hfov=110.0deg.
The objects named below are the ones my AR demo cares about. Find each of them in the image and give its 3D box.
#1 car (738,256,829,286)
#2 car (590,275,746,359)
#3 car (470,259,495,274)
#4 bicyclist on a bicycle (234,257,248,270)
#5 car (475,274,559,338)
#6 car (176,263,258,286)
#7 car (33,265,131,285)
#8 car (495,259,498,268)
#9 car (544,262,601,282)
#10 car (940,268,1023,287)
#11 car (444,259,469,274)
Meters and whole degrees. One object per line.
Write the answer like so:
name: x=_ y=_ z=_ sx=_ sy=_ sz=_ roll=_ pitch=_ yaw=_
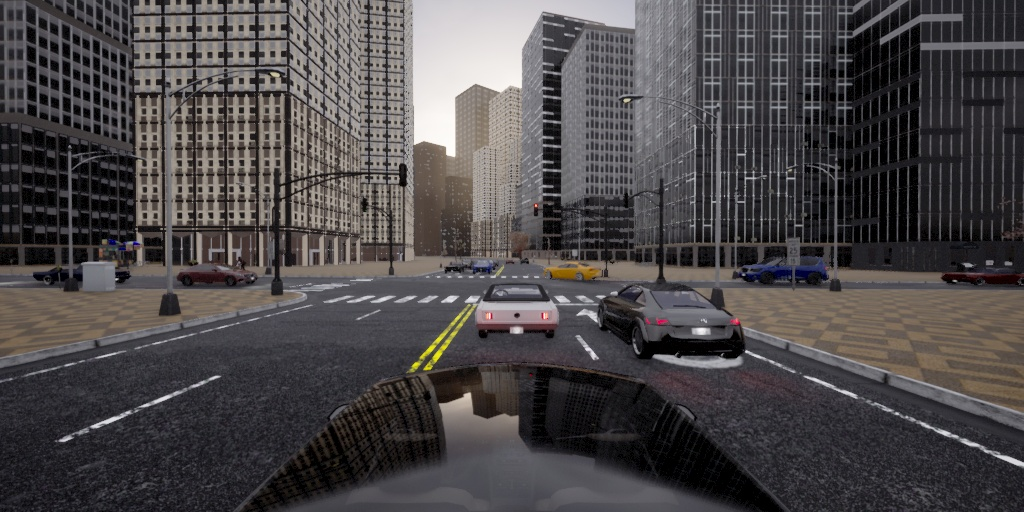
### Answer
car: x=19.745 y=1.046 z=26.191 sx=5.566 sy=2.045 sz=2.150 roll=1 pitch=0 yaw=2
car: x=3.363 y=1.312 z=8.403 sx=1.994 sy=1.385 sz=4.181 roll=0 pitch=0 yaw=0
car: x=-3.298 y=1.197 z=40.730 sx=1.882 sy=1.535 sz=5.008 roll=0 pitch=0 yaw=0
bicyclist on a bicycle: x=-24.667 y=0.871 z=32.595 sx=0.582 sy=1.620 sz=1.656 roll=0 pitch=1 yaw=1
car: x=0.110 y=1.348 z=10.120 sx=1.895 sy=1.301 sz=4.718 roll=0 pitch=0 yaw=0
car: x=-19.457 y=1.194 z=23.724 sx=4.674 sy=1.442 sz=1.812 roll=0 pitch=0 yaw=1
car: x=-28.566 y=1.226 z=23.965 sx=4.718 sy=1.301 sz=1.895 roll=0 pitch=0 yaw=1
car: x=-3.285 y=1.229 z=50.073 sx=1.812 sy=1.442 sz=4.674 roll=0 pitch=0 yaw=0
car: x=4.883 y=1.216 z=29.490 sx=5.008 sy=1.535 sz=1.882 roll=1 pitch=2 yaw=44
car: x=34.225 y=1.489 z=25.860 sx=4.718 sy=1.301 sz=1.895 roll=0 pitch=0 yaw=1
car: x=-6.550 y=1.320 z=41.403 sx=1.895 sy=1.301 sz=4.718 roll=0 pitch=0 yaw=0
